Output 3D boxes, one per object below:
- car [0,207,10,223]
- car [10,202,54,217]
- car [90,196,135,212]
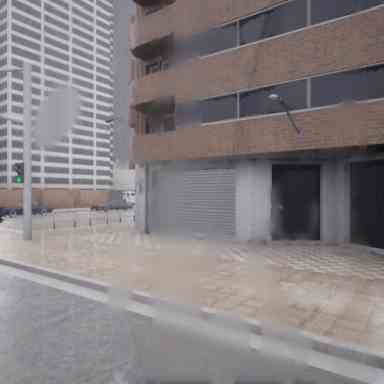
[{"bbox_3d":[-14.249,1.601,20.463,1.895,1.301,4.718,0,0,36],"label":"car"},{"bbox_3d":[-15.529,1.601,30.953,1.895,1.301,4.718,0,0,36],"label":"car"},{"bbox_3d":[-9.374,1.547,39.410,2.033,1.411,5.357,0,0,36],"label":"car"}]
